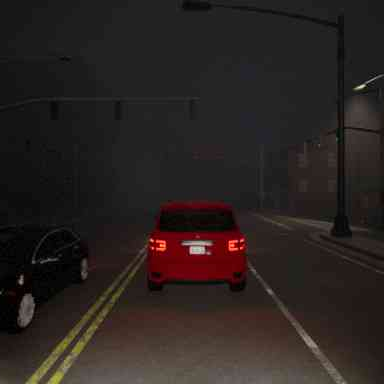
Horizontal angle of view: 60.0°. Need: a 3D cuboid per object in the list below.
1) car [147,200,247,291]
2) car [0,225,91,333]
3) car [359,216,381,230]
[{"bbox_3d":[0.098,1.221,9.118,2.150,2.045,5.566,0,0,0],"label":"car"},{"bbox_3d":[-3.566,1.506,6.856,1.837,1.490,4.892,0,0,0],"label":"car"},{"bbox_3d":[17.640,2.818,29.699,4.902,1.511,2.128,9,0,0],"label":"car"}]
